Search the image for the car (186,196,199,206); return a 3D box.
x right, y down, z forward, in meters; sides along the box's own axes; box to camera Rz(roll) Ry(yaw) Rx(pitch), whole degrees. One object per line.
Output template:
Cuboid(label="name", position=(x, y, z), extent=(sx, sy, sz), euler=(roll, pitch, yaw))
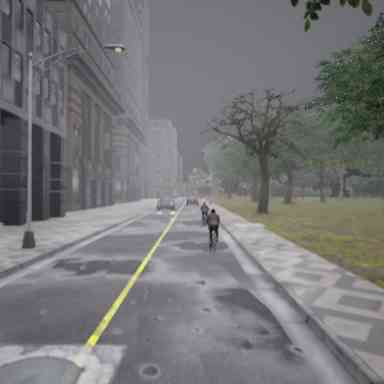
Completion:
Cuboid(label="car", position=(0.056, 1.415, 57.757), extent=(2.097, 1.767, 4.553), euler=(0, 0, 0))

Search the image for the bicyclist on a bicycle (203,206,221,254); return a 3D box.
Cuboid(label="bicyclist on a bicycle", position=(0.819, 1.458, 12.514), extent=(0.582, 1.620, 1.656), euler=(0, 0, 0))

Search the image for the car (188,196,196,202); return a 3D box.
Cuboid(label="car", position=(-0.034, 1.643, 77.966), extent=(1.812, 1.442, 4.674), euler=(0, 0, 0))

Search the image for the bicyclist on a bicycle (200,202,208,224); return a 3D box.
Cuboid(label="bicyclist on a bicycle", position=(0.815, 1.462, 21.512), extent=(0.582, 1.620, 1.656), euler=(0, 0, 0))

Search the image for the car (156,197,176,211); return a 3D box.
Cuboid(label="car", position=(-3.102, 1.381, 40.410), extent=(2.097, 1.767, 4.553), euler=(0, 0, 0))
